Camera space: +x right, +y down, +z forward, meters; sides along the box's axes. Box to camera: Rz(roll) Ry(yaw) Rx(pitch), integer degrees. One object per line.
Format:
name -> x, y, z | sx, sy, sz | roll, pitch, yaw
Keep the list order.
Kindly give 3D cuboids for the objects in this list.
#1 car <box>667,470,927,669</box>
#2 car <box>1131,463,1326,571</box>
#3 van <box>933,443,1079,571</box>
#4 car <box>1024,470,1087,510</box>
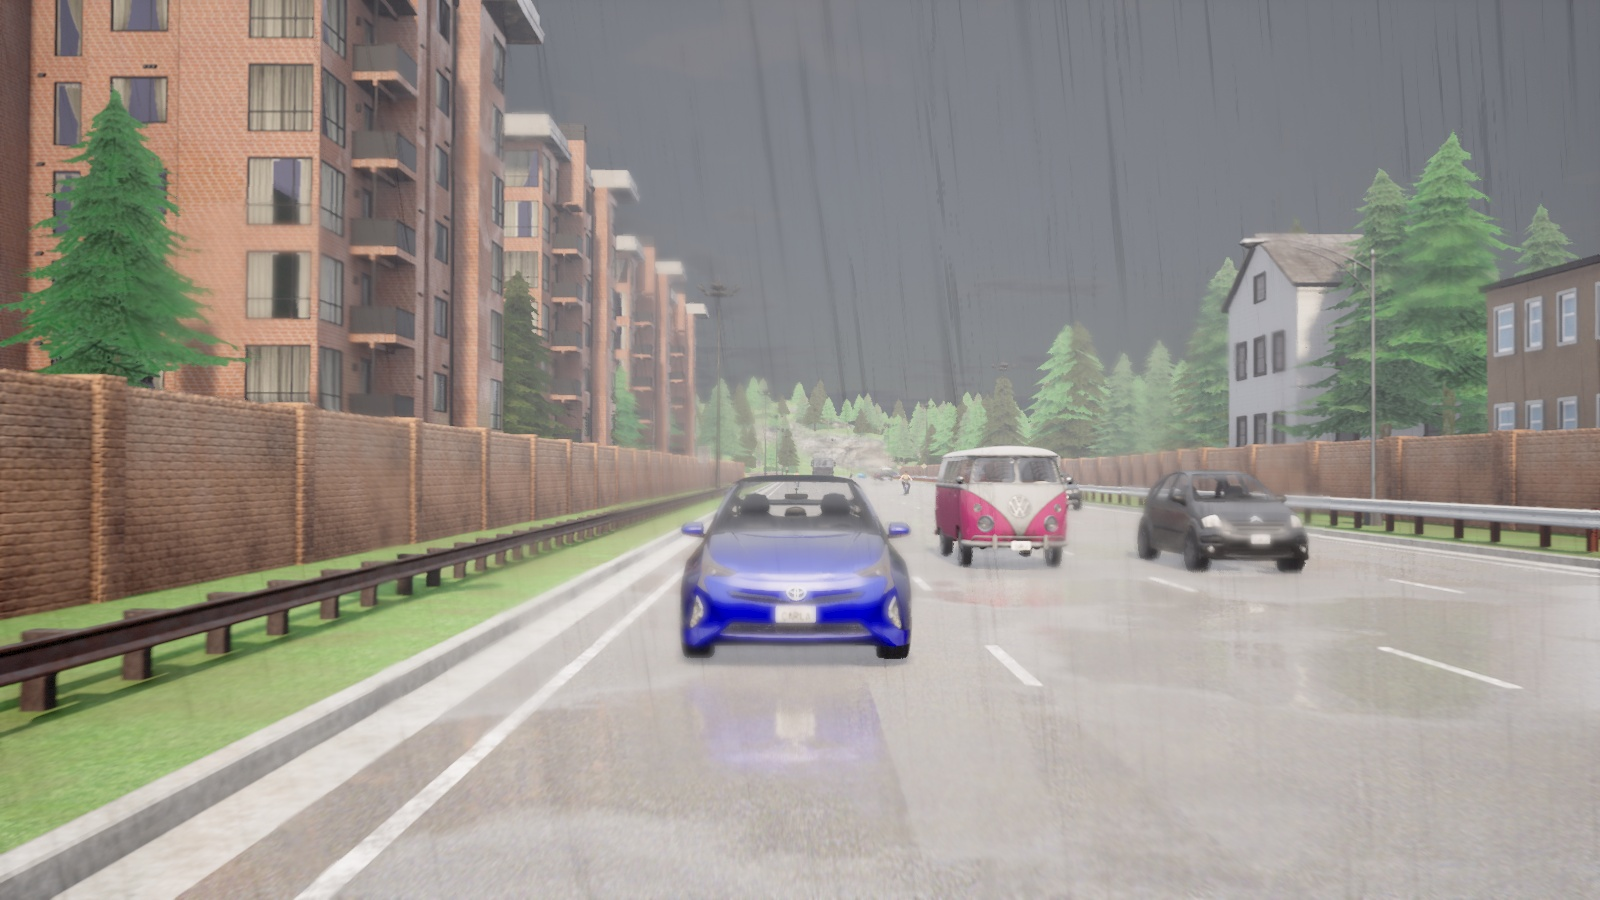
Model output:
car -> -0.029, 0.962, 11.944 | 2.007, 1.525, 4.514 | 0, -1, 0
car -> 6.949, 1.033, 20.823 | 1.851, 1.617, 3.988 | 0, -1, 0
van -> 3.446, 0.918, 21.800 | 1.775, 1.987, 4.442 | 0, -1, 0
car -> 10.376, 1.608, 51.178 | 1.789, 1.549, 3.705 | 0, -1, 0
